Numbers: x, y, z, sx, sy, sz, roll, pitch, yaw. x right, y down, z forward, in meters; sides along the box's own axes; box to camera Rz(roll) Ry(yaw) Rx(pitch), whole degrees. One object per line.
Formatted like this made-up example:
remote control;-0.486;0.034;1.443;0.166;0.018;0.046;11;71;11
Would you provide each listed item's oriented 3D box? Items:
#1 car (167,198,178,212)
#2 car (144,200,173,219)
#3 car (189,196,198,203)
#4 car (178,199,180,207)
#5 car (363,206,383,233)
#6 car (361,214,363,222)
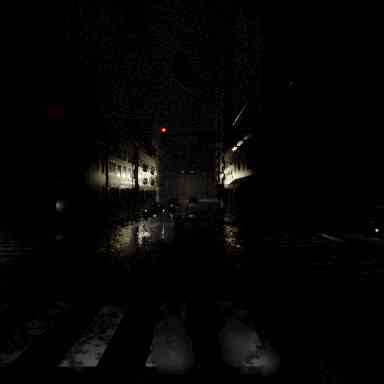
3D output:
car;-2.981;1.616;39.313;1.895;1.301;4.718;0;0;0
car;-3.013;1.607;29.149;1.895;1.301;4.718;0;0;0
car;0.292;1.548;71.045;1.882;1.535;5.008;0;0;0
car;-2.931;1.599;52.982;1.994;1.385;4.181;0;0;0
car;11.367;1.384;15.669;5.357;1.411;2.033;-1;0;0
car;12.139;1.123;18.322;5.009;1.841;2.192;-1;1;0
